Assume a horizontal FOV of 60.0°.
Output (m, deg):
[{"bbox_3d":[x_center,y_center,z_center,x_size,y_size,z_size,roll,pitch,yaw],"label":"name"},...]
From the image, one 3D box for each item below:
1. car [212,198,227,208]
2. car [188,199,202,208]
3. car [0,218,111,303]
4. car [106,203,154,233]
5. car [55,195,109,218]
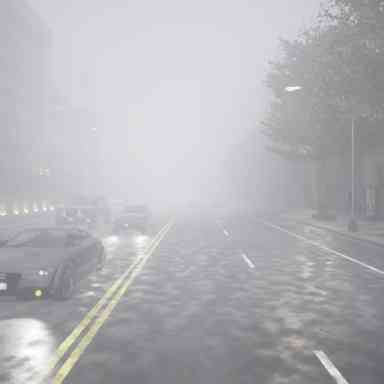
[{"bbox_3d":[3.911,1.562,47.306,1.994,1.385,4.181,0,0,0],"label":"car"},{"bbox_3d":[0.420,1.599,48.240,1.895,1.301,4.718,0,0,0],"label":"car"},{"bbox_3d":[-3.545,1.564,8.153,1.994,1.385,4.181,0,0,1],"label":"car"},{"bbox_3d":[-3.412,1.504,19.885,1.837,1.490,4.892,0,0,1],"label":"car"},{"bbox_3d":[-6.878,1.223,21.730,2.150,2.045,5.566,0,0,1],"label":"car"}]
